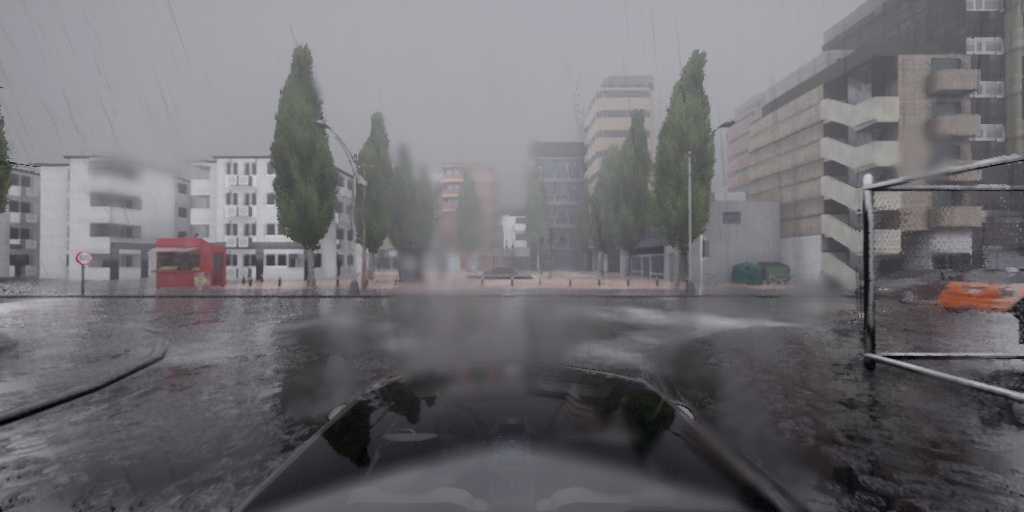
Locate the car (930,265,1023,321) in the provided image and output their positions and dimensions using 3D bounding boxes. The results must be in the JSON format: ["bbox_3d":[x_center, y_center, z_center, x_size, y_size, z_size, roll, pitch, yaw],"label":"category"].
[{"bbox_3d":[17.655,1.182,12.055,4.553,1.767,2.097,0,0,0],"label":"car"}]

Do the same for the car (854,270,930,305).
[{"bbox_3d":[18.428,1.366,16.251,4.892,1.490,1.837,0,0,0],"label":"car"}]
